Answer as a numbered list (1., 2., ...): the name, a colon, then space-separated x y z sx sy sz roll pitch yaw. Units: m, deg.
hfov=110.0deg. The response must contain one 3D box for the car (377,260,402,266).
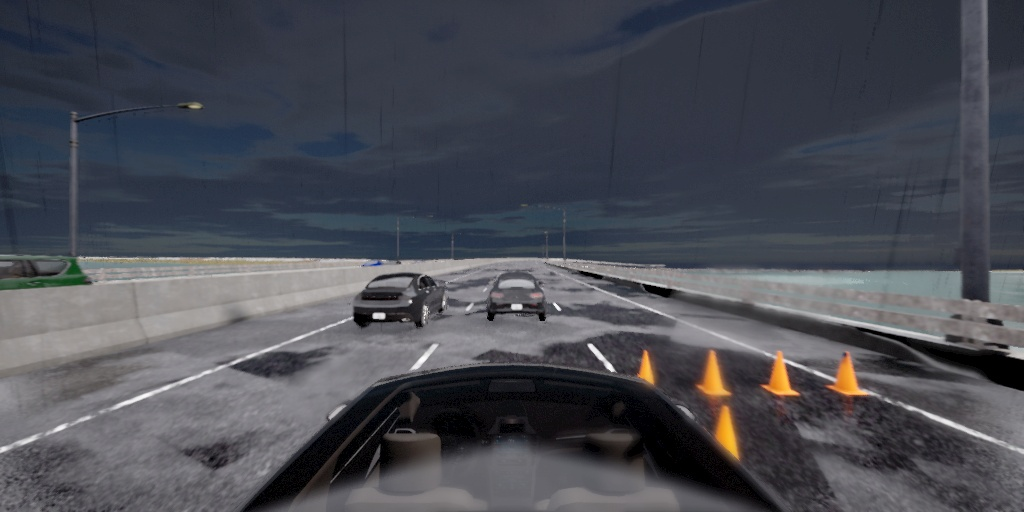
1. car: -16.996 1.388 51.122 1.837 1.490 4.892 0 0 2

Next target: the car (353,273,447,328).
1. car: -3.356 1.283 11.513 1.837 1.490 4.892 0 0 0

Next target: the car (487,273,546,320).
1. car: 0.151 1.312 12.662 1.812 1.442 4.674 0 0 0

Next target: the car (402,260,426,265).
1. car: -13.505 1.379 51.331 2.128 1.511 4.902 0 0 1

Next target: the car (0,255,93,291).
1. car: -14.073 0.977 8.751 2.150 2.045 5.566 0 0 0

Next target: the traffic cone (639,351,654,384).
1. traffic cone: 2.008 1.720 5.374 0.340 0.580 0.340 0 0 0

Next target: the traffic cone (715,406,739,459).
1. traffic cone: 2.006 1.714 3.374 0.340 0.580 0.340 0 0 0

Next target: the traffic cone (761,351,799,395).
1. traffic cone: 4.007 1.723 5.372 0.340 0.580 0.340 0 0 0

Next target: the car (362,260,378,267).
1. car: -20.450 1.364 53.178 1.882 1.535 5.008 0 0 2

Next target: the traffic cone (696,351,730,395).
1. traffic cone: 3.007 1.721 5.373 0.340 0.580 0.340 0 0 0

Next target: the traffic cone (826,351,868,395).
1. traffic cone: 5.007 1.724 5.371 0.340 0.580 0.340 0 0 0
